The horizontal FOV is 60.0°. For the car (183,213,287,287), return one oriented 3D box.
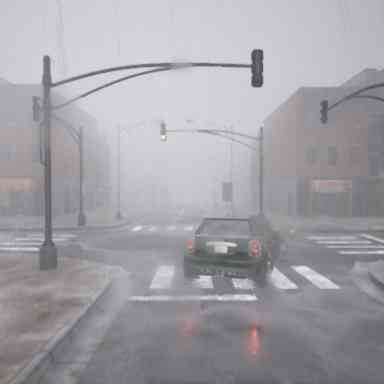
[{"bbox_3d":[1.447,1.396,9.801,2.097,1.767,4.553,0,-1,21],"label":"car"}]
